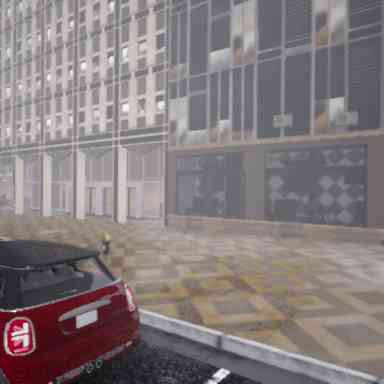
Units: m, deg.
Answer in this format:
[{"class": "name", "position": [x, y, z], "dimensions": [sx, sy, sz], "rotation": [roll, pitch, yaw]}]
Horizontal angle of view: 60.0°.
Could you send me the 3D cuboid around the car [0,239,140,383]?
[{"class": "car", "position": [-2.747, 1.422, 4.822], "dimensions": [4.097, 1.590, 1.967], "rotation": [0, 1, 35]}]
